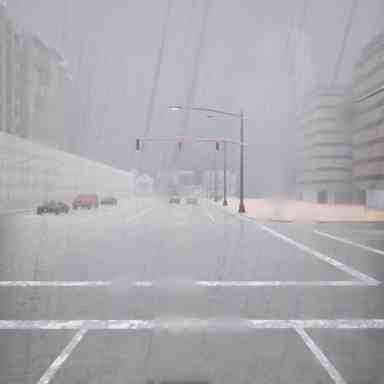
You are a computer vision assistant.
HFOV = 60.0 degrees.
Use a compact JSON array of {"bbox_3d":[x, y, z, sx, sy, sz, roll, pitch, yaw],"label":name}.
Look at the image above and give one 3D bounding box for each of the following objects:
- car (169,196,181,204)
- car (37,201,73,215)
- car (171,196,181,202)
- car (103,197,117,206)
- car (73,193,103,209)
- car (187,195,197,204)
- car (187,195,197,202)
[{"bbox_3d":[-3.450,1.526,64.213,1.812,1.442,4.674,0,0,0],"label":"car"},{"bbox_3d":[-14.114,1.564,33.961,1.994,1.385,4.181,0,0,0],"label":"car"},{"bbox_3d":[-3.543,1.595,74.448,1.895,1.301,4.718,0,0,0],"label":"car"},{"bbox_3d":[-14.097,1.547,56.524,2.033,1.411,5.357,0,0,0],"label":"car"},{"bbox_3d":[-14.113,1.221,44.495,2.150,2.045,5.566,0,0,0],"label":"car"},{"bbox_3d":[-0.037,1.477,63.212,1.882,1.535,5.008,0,0,0],"label":"car"},{"bbox_3d":[-0.043,1.427,73.631,2.033,1.411,5.357,0,0,0],"label":"car"}]
